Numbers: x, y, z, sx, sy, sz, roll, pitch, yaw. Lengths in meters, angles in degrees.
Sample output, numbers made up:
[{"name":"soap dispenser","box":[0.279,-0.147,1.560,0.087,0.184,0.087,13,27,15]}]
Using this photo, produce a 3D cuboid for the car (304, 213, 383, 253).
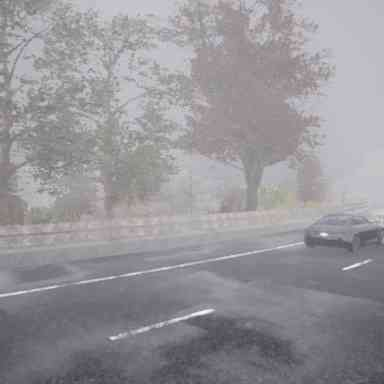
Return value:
[{"name":"car","box":[6.508,1.590,14.035,4.181,1.385,1.994,0,0,-43]}]
